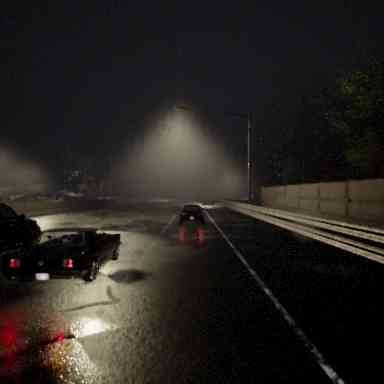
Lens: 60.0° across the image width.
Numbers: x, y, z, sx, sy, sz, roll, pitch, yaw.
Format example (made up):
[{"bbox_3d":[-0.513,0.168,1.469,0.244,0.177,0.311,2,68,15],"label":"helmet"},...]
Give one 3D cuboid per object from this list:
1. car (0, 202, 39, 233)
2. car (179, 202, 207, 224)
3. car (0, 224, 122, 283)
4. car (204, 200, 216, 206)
[{"bbox_3d":[-6.902,1.292,10.577,2.150,2.045,5.566,0,0,0],"label":"car"},{"bbox_3d":[-0.008,1.713,26.209,1.812,1.442,4.674,0,0,0],"label":"car"},{"bbox_3d":[-3.403,1.666,9.812,1.895,1.301,4.718,0,0,0],"label":"car"},{"bbox_3d":[3.784,2.332,72.461,1.994,1.385,4.181,0,-2,17],"label":"car"}]
